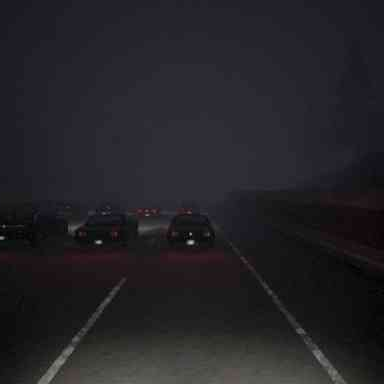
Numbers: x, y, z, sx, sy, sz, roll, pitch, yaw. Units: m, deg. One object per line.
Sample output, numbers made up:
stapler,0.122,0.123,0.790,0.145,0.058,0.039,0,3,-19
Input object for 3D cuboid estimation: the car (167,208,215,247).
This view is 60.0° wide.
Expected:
car,-0.067,1.616,14.879,1.895,1.301,4.718,0,0,-1

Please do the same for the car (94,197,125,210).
car,-7.256,1.516,29.759,1.837,1.490,4.892,0,0,-1

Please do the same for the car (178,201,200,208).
car,-0.257,1.533,29.848,1.812,1.442,4.674,0,0,-1

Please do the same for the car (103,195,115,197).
car,-20.106,1.407,85.631,1.882,1.535,5.008,0,0,18

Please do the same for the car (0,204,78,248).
car,-7.067,1.495,14.760,2.128,1.511,4.902,0,0,-1

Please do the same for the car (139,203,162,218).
car,-3.757,1.616,29.834,1.895,1.301,4.718,0,0,-1

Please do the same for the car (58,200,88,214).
car,-10.756,1.495,29.715,2.128,1.511,4.902,0,0,-1

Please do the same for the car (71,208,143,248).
car,-3.567,1.616,14.835,1.895,1.301,4.718,0,0,-1

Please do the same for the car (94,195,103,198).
car,-23.405,1.465,86.800,2.033,1.411,5.357,0,0,18

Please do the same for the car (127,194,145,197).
car,-13.499,1.294,83.322,2.097,1.767,4.553,0,0,18

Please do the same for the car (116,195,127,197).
car,-16.807,1.487,84.462,1.994,1.385,4.181,0,0,18
